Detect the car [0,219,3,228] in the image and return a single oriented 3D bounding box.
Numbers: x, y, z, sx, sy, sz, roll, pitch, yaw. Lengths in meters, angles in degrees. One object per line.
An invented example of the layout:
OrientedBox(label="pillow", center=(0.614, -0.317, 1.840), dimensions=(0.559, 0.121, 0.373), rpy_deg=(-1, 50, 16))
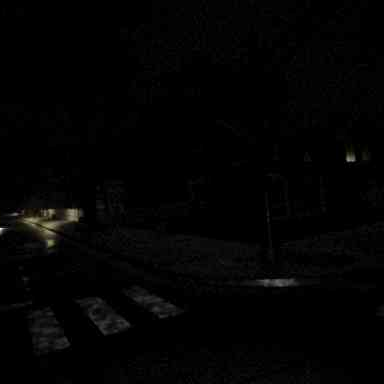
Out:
OrientedBox(label="car", center=(-25.095, 3.884, 41.931), dimensions=(1.994, 1.385, 4.181), rpy_deg=(-5, 0, -30))
